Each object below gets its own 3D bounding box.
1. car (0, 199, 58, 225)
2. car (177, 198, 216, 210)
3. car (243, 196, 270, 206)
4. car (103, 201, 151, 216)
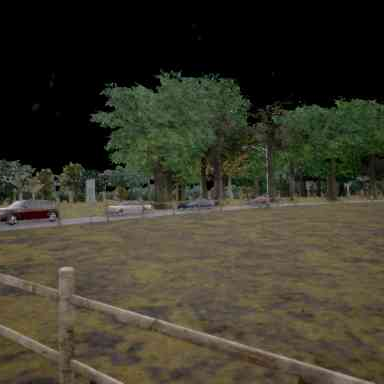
[{"bbox_3d":[-12.140,1.356,24.102,2.097,1.767,4.553,-2,-1,35],"label":"car"},{"bbox_3d":[0.620,1.431,40.389,2.033,1.411,5.357,-2,-1,43],"label":"car"},{"bbox_3d":[9.448,1.306,48.594,4.674,1.442,1.812,-2,0,-40],"label":"car"},{"bbox_3d":[-6.231,1.555,32.244,1.895,1.301,4.718,-2,-1,38],"label":"car"}]
